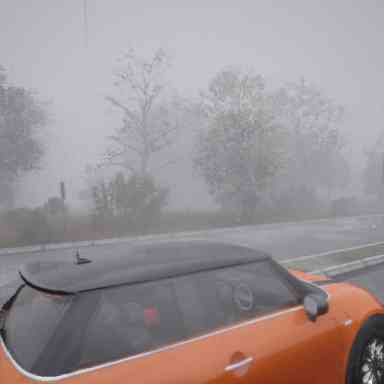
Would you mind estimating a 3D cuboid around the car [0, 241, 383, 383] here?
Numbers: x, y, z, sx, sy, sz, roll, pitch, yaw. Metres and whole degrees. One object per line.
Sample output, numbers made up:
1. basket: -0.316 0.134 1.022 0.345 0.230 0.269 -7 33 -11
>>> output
1. car: 0.213 1.337 3.589 4.553 1.767 2.097 0 0 -35
